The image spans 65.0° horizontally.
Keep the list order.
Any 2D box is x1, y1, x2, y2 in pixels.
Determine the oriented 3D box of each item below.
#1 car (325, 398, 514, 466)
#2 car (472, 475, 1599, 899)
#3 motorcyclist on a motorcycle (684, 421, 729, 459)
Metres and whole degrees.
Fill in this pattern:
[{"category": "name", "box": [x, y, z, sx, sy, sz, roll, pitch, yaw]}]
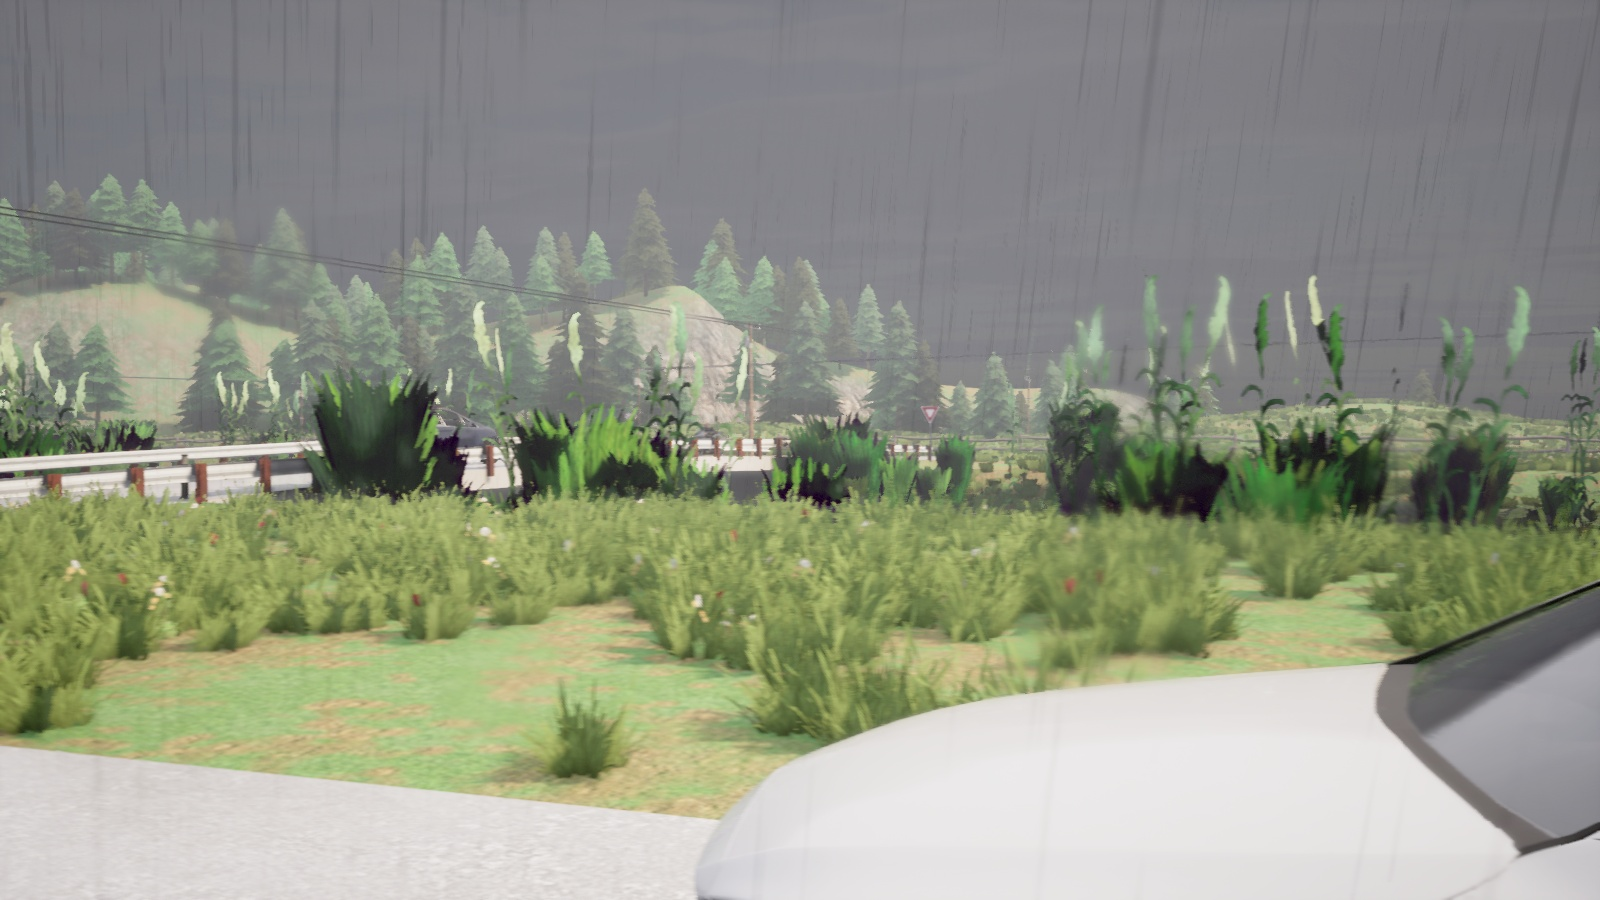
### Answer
[{"category": "car", "box": [-9.913, -0.540, 33.145, 2.242, 1.667, 4.611, 1, 2, 25]}, {"category": "car", "box": [1.983, 0.826, 2.104, 4.674, 1.442, 1.812, 1, 1, 19]}, {"category": "motorcyclist on a motorcycle", "box": [-3.959, -0.426, 53.129, 0.866, 1.530, 2.191, 1, -1, 26]}]
